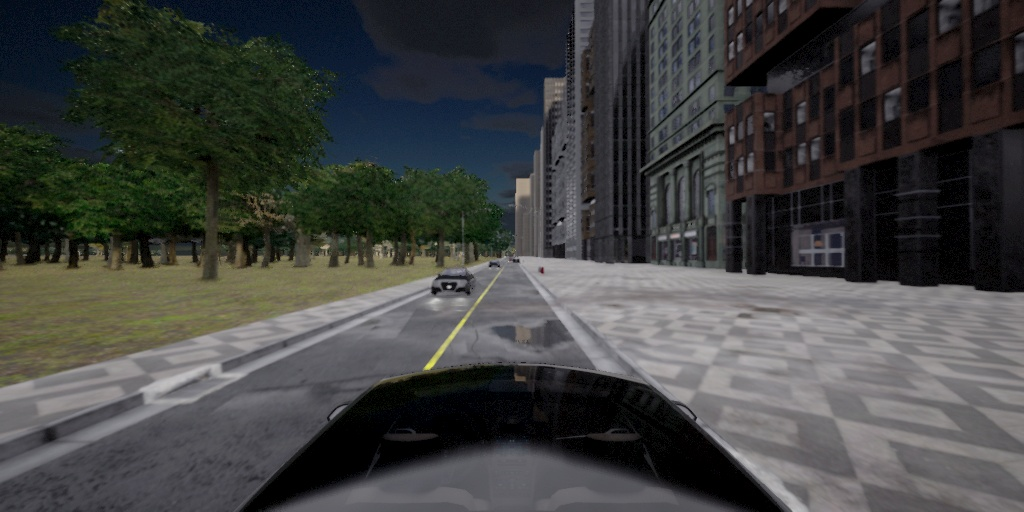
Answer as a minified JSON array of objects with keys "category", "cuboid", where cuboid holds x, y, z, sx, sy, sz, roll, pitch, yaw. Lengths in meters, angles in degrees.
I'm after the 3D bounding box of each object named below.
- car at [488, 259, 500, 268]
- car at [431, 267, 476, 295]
[{"category":"car","cuboid":[-2.987,1.302,61.448,2.033,1.411,5.357,0,0,1]},{"category":"car","cuboid":[-3.087,1.324,19.588,1.994,1.385,4.181,0,0,0]}]
